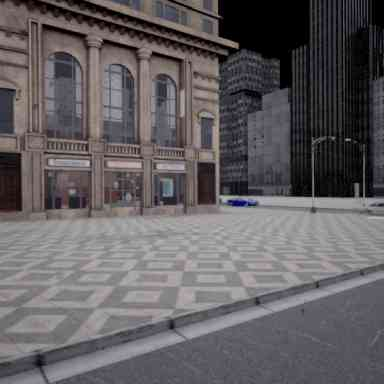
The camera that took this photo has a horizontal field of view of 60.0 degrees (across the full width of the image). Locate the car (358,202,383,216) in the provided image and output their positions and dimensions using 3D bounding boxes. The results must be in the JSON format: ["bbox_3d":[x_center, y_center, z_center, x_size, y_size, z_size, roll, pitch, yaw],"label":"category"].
[{"bbox_3d":[17.518,1.553,29.558,1.895,1.301,4.718,-1,1,-34],"label":"car"}]

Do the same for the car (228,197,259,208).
[{"bbox_3d":[6.942,1.377,45.194,1.882,1.535,5.008,-1,1,-34],"label":"car"}]

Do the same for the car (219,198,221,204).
[{"bbox_3d":[2.940,1.314,56.711,1.882,1.535,5.008,-1,1,-34],"label":"car"}]
